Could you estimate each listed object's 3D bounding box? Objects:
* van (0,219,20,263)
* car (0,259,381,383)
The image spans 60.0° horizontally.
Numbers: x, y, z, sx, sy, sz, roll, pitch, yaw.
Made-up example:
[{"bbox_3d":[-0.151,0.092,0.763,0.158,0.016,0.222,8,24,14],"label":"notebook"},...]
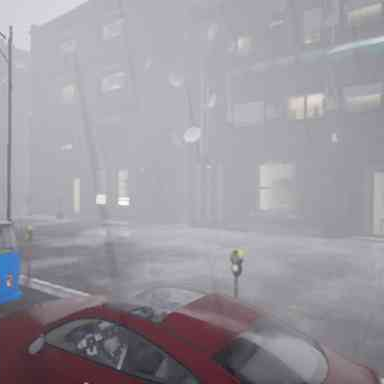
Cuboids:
[{"bbox_3d":[-4.982,1.314,6.421,3.998,1.788,1.690,0,1,35],"label":"van"},{"bbox_3d":[-0.463,1.575,3.202,4.206,1.307,1.802,0,1,36],"label":"car"}]
